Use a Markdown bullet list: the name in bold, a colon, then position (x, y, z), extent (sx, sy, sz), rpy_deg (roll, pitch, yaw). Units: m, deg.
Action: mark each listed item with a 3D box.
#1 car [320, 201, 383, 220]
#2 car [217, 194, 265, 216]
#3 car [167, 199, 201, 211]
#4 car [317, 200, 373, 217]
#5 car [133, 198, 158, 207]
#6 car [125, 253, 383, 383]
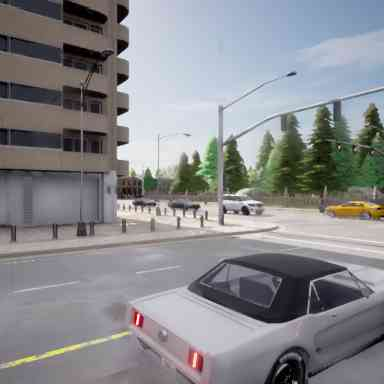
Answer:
- **car**: position (13.841, 1.523, 28.297), extent (1.882, 1.535, 5.008), rpy_deg (0, -1, -36)
- **car**: position (4.967, 1.278, 34.293), extent (2.150, 2.045, 5.566), rpy_deg (0, 0, -36)
- **car**: position (-1.098, 1.603, 42.721), extent (2.033, 1.411, 5.357), rpy_deg (0, 0, -36)
- **car**: position (14.953, 1.582, 32.730), extent (1.812, 1.442, 4.674), rpy_deg (0, 0, -36)
- **car**: position (-7.335, 1.603, 51.426), extent (2.033, 1.411, 5.357), rpy_deg (0, 0, -36)
- **car**: position (1.567, 1.601, 4.897), extent (4.718, 1.301, 1.895), rpy_deg (0, 0, -35)
